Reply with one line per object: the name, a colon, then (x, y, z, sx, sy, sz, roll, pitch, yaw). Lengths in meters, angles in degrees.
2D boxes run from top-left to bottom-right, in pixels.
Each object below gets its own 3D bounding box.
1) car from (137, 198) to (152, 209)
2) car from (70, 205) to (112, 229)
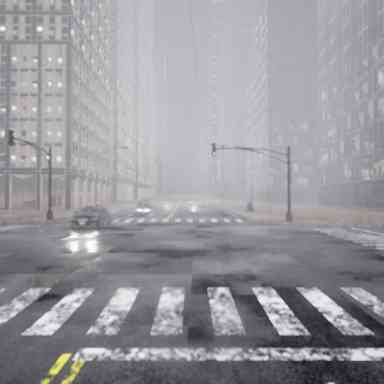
car: (-7.307, 1.722, 51.490, 2.128, 1.511, 4.902, 0, 0, -1)
car: (-6.800, 1.691, 22.887, 2.128, 1.511, 4.902, 0, -1, -1)
